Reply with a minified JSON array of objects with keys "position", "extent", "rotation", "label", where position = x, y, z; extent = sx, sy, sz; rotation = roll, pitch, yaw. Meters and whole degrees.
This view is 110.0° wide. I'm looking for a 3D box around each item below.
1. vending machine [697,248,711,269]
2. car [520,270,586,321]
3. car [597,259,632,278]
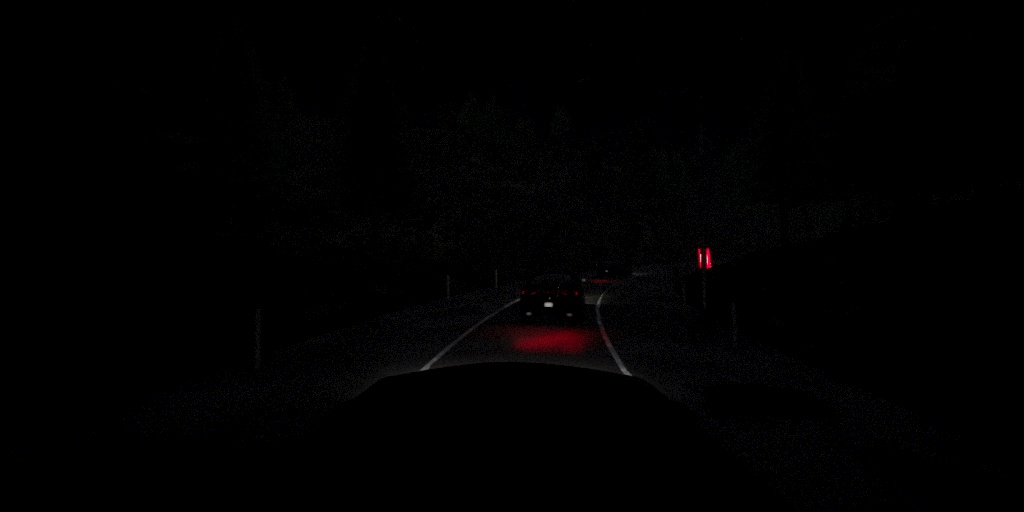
[{"position":[19.112,0.204,35.558],"extent":[1.100,2.100,0.880],"rotation":[0,0,45],"label":"vending machine"},{"position":[1.535,1.212,12.554],"extent":[1.882,1.535,5.008],"rotation":[0,0,12],"label":"car"},{"position":[8.577,0.948,29.765],"extent":[1.882,1.535,5.008],"rotation":[-1,1,31],"label":"car"}]
